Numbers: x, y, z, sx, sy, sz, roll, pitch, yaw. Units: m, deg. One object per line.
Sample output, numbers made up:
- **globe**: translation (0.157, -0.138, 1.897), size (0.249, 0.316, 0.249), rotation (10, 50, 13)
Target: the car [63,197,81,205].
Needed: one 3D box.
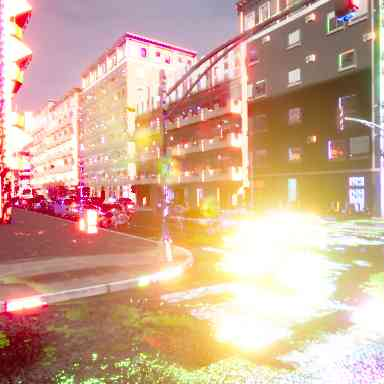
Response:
- **car**: translation (-21.766, 1.645, 60.250), size (2.008, 1.369, 4.403), rotation (-1, 1, -36)

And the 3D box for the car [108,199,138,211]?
- **car**: translation (-8.827, 1.581, 42.287), size (2.008, 1.369, 4.403), rotation (-1, 1, -36)

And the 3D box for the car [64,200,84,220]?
- **car**: translation (-9.058, 1.652, 28.271), size (1.752, 1.417, 4.829), rotation (-1, 1, -36)

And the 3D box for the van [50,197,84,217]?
- **van**: translation (-12.394, 1.482, 32.898), size (1.690, 1.788, 3.998), rotation (-1, 1, -36)

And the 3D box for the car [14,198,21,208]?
- **car**: translation (-25.330, 1.769, 50.862), size (1.947, 1.339, 4.313), rotation (-1, 1, -36)

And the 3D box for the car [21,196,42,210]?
- **car**: translation (-22.097, 1.627, 46.370), size (1.967, 1.590, 4.097), rotation (-1, 1, -36)

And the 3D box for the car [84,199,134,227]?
- **car**: translation (-5.924, 1.552, 23.919), size (1.967, 1.590, 4.097), rotation (-1, 1, -36)

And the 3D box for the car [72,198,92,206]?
- **car**: translation (-18.531, 1.643, 55.759), size (1.947, 1.339, 4.313), rotation (-1, 1, -36)

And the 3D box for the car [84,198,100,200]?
- **car**: translation (-10.050, 1.649, 34.086), size (2.033, 1.411, 5.357), rotation (-1, 0, -36)

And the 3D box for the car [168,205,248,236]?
- **car**: translation (0.715, 1.655, 19.138), size (1.895, 1.301, 4.718), rotation (-1, 0, -36)

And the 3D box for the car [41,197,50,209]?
- **car**: translation (-19.272, 1.637, 47.012), size (2.128, 1.511, 4.902), rotation (-1, 0, -35)

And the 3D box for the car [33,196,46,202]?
- **car**: translation (-37.939, 1.727, 82.703), size (1.887, 1.381, 4.507), rotation (-1, 1, -36)

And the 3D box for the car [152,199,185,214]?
- **car**: translation (-2.359, 1.441, 33.305), size (1.967, 1.590, 4.097), rotation (-1, 1, -36)

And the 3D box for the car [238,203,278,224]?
- **car**: translation (4.012, 1.498, 24.464), size (1.752, 1.417, 4.829), rotation (-1, 1, -36)

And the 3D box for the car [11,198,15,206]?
- **car**: translation (-31.800, 1.782, 59.843), size (1.887, 1.381, 4.507), rotation (-1, 1, -36)
